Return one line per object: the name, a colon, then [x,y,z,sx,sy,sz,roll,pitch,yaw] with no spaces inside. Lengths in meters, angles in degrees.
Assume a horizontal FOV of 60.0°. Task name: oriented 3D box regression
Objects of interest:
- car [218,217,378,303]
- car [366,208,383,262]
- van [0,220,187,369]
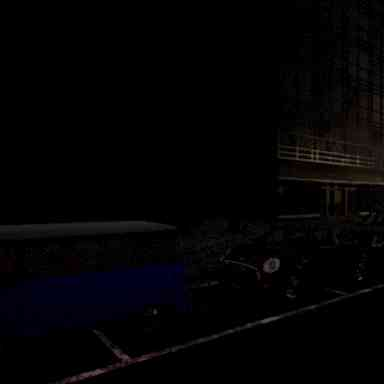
car: [2.598,1.549,8.419,4.097,1.590,1.967,1,-1,-35]
car: [7.191,1.497,11.641,5.009,1.841,2.192,1,-1,-35]
van: [-1.994,1.377,5.200,3.998,1.788,1.690,1,-1,-35]
